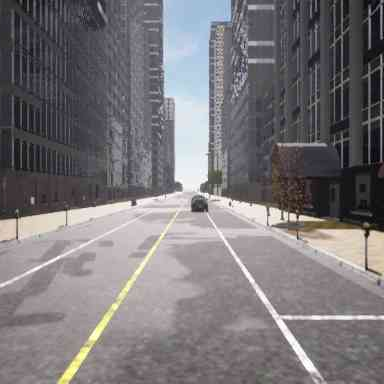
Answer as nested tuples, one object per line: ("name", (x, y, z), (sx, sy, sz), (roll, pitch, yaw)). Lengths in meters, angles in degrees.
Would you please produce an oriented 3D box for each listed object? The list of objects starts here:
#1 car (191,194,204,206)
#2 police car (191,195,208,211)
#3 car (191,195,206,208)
("car", (0.896, 1.317, 55.454), (2.097, 1.767, 4.553), (0, 0, 0))
("police car", (0.900, 1.394, 39.595), (1.930, 1.638, 5.238), (0, 0, 0))
("car", (0.896, 1.311, 49.454), (2.097, 1.767, 4.553), (0, 0, 0))
